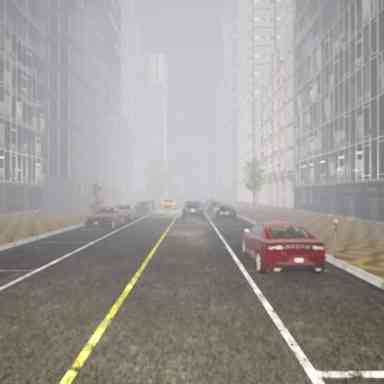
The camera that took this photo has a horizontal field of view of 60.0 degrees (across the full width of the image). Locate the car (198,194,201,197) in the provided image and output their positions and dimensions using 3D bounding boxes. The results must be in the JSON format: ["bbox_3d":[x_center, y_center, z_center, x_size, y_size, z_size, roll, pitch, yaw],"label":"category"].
[{"bbox_3d":[2.694,1.633,61.821,1.967,1.590,4.097,0,0,0],"label":"car"}]

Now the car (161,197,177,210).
[{"bbox_3d":[-3.086,1.628,45.144,1.882,1.535,5.008,0,0,0],"label":"car"}]

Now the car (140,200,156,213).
[{"bbox_3d":[-5.688,1.678,39.060,1.887,1.381,4.507,0,0,0],"label":"car"}]

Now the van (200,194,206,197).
[{"bbox_3d":[2.694,1.520,56.130,1.690,1.788,3.998,0,0,0],"label":"van"}]

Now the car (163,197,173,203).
[{"bbox_3d":[-5.687,1.782,78.909,2.008,1.369,4.403,0,0,0],"label":"car"}]

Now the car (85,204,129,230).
[{"bbox_3d":[-5.689,1.625,21.981,1.887,1.381,4.507,0,0,0],"label":"car"}]

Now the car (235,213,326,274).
[{"bbox_3d":[2.692,1.585,10.590,1.887,1.381,4.507,0,0,0],"label":"car"}]

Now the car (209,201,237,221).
[{"bbox_3d":[2.692,1.663,27.667,1.947,1.339,4.313,0,0,0],"label":"car"}]

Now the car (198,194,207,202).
[{"bbox_3d":[2.695,1.557,84.589,2.192,1.841,5.009,0,0,0],"label":"car"}]

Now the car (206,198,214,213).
[{"bbox_3d":[2.693,1.698,39.051,1.947,1.339,4.313,0,0,0],"label":"car"}]

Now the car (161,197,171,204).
[{"bbox_3d":[-5.687,1.744,73.045,1.752,1.417,4.829,0,0,0],"label":"car"}]

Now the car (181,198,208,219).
[{"bbox_3d":[0.093,1.610,30.534,2.163,1.488,4.792,0,0,0],"label":"car"}]

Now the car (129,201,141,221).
[{"bbox_3d":[-5.689,1.680,27.675,1.802,1.307,4.206,0,0,0],"label":"car"}]

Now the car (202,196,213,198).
[{"bbox_3d":[2.693,1.730,50.435,1.947,1.339,4.313,0,0,0],"label":"car"}]
